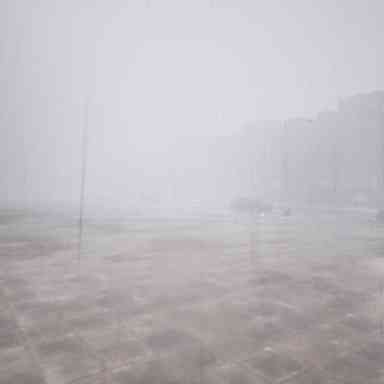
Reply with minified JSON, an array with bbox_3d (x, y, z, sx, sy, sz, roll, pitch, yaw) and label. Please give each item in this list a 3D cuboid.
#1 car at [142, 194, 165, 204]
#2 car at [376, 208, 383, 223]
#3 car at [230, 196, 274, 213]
[{"bbox_3d":[-5.656,1.011,48.604,1.994,1.385,4.181,-2,2,-35],"label":"car"},{"bbox_3d":[13.967,1.387,20.864,1.994,1.385,4.181,-2,2,-35],"label":"car"},{"bbox_3d":[5.773,1.177,32.419,1.837,1.490,4.892,-2,2,-35],"label":"car"}]
